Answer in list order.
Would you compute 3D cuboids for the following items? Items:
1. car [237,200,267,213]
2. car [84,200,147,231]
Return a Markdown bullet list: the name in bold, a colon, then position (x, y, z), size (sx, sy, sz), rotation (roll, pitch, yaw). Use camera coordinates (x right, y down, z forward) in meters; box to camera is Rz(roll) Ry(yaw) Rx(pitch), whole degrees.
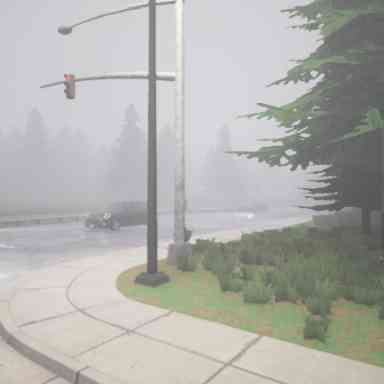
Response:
- **car**: position (6.517, 1.531, 35.843), size (1.994, 1.385, 4.181), rotation (0, 0, 36)
- **car**: position (-4.277, 1.320, 20.325), size (2.097, 1.767, 4.553), rotation (0, 0, 35)
